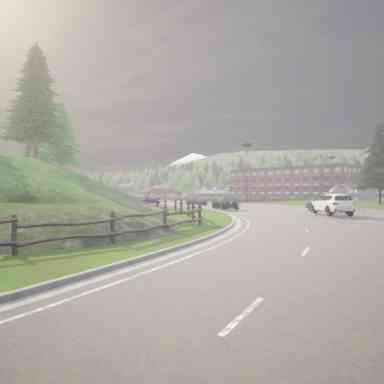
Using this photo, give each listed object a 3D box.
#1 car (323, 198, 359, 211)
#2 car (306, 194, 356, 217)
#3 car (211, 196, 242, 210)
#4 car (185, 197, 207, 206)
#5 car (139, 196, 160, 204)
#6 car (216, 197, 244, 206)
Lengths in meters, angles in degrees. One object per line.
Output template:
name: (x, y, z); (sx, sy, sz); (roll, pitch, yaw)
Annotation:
car: (18.709, 1.521, 42.066); (1.812, 1.442, 4.674); (0, 0, -12)
car: (13.244, 1.215, 31.637); (2.150, 2.045, 5.566); (1, 0, -3)
car: (4.034, 1.350, 42.143); (2.097, 1.767, 4.553); (0, 0, -18)
car: (0.654, 1.559, 55.562); (1.994, 1.385, 4.181); (0, 0, -37)
car: (-7.766, 1.474, 60.270); (1.882, 1.535, 5.008); (0, 0, -42)
car: (6.073, 1.522, 53.953); (1.812, 1.442, 4.674); (0, -1, -34)
